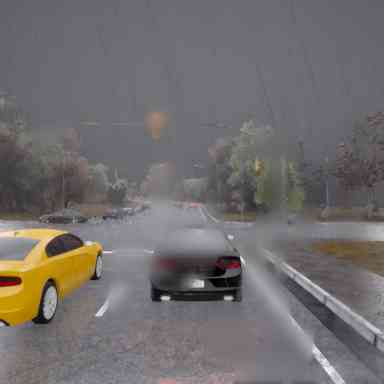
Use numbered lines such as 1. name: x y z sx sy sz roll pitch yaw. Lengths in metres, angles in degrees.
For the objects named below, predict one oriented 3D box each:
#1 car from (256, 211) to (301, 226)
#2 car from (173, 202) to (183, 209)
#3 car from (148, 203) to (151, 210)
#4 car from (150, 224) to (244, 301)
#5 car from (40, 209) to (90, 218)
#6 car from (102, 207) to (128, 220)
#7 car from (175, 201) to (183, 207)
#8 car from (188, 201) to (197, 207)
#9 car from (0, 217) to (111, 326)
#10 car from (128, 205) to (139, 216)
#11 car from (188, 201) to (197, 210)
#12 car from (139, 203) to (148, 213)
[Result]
1. car: 8.176 2.497 31.590 4.181 1.385 1.994 0 -2 4
2. car: -3.322 3.180 76.660 1.837 1.490 4.892 0 0 0
3. car: -10.325 3.227 75.295 2.033 1.411 5.357 0 0 0
4. car: 0.104 1.565 8.515 1.882 1.535 5.008 0 -1 0
5. car: -12.357 2.473 32.445 4.892 1.490 1.837 0 -2 6
6. car: -10.507 3.000 44.739 2.033 1.411 5.357 0 -2 1
7. car: -3.417 3.163 86.728 1.994 1.385 4.181 0 0 -3
8. car: 0.099 3.158 86.304 2.033 1.411 5.357 0 0 -3
9. car: -3.404 1.542 7.274 1.882 1.535 5.008 0 -1 0
10. car: -10.457 3.209 54.610 1.812 1.442 4.674 0 -1 0
11. car: 0.179 3.038 76.147 2.097 1.767 4.553 0 0 0
12. car: -10.391 3.243 64.715 2.128 1.511 4.902 0 0 1
